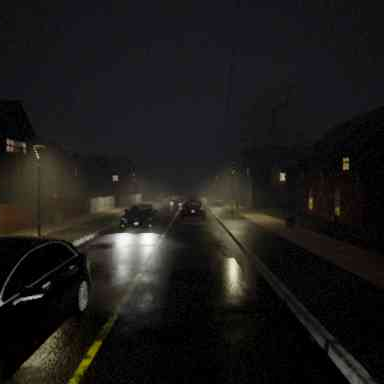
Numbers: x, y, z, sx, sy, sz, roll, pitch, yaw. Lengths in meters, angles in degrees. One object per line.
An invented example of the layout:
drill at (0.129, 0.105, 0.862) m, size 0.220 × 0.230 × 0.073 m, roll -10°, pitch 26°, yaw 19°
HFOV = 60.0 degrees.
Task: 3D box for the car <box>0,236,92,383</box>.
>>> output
car at (-2.844, 1.467, 4.578) m, size 1.837 × 1.490 × 4.892 m, roll 0°, pitch 0°, yaw 0°

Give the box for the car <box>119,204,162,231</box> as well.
car at (-2.853, 1.405, 19.052) m, size 1.994 × 1.385 × 4.181 m, roll 0°, pitch 0°, yaw 0°

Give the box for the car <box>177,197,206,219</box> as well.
car at (0.091, 1.345, 26.366) m, size 1.994 × 1.385 × 4.181 m, roll 0°, pitch 0°, yaw 0°

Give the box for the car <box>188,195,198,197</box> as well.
car at (0.090, 1.170, 43.034) m, size 1.812 × 1.442 × 4.674 m, roll 0°, pitch 0°, yaw 0°

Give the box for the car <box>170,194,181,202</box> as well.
car at (-2.764, 1.035, 59.907) m, size 1.812 × 1.442 × 4.674 m, roll 0°, pitch 0°, yaw 0°
